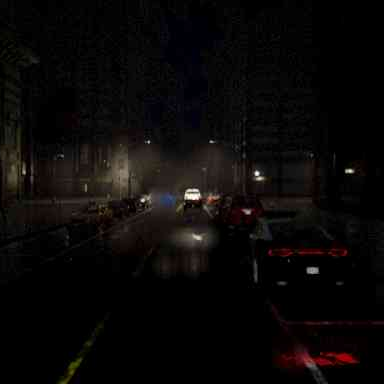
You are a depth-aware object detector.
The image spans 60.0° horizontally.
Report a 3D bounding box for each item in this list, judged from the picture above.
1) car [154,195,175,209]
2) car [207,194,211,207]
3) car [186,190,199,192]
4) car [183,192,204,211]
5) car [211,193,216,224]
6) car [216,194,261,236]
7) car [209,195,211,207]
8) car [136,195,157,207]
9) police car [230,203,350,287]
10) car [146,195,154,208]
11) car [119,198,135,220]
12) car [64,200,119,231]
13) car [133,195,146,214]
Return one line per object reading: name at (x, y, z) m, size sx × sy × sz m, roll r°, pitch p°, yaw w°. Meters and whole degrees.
car at (-2.988, 1.042, 37.761) m, size 1.882 × 1.535 × 5.008 m, roll 0°, pitch 1°, yaw 0°
car at (2.858, 0.962, 41.600) m, size 1.967 × 1.590 × 4.097 m, roll 0°, pitch 1°, yaw 0°
car at (0.107, 0.714, 44.258) m, size 2.150 × 2.045 × 5.566 m, roll 0°, pitch 1°, yaw 0°
car at (0.141, 1.096, 34.191) m, size 2.128 × 1.511 × 4.902 m, roll 0°, pitch 1°, yaw 1°
car at (2.817, 1.025, 24.691) m, size 2.192 × 1.841 × 5.009 m, roll 0°, pitch 1°, yaw 0°
car at (2.804, 1.090, 19.055) m, size 2.192 × 1.841 × 5.009 m, roll 0°, pitch 1°, yaw 0°
car at (2.832, 1.213, 30.330) m, size 1.947 × 1.339 × 4.313 m, roll 0°, pitch 1°, yaw 0°
car at (-5.666, 1.072, 41.620) m, size 2.008 × 1.369 × 4.403 m, roll 0°, pitch 1°, yaw 0°
police car at (2.388, 1.315, 9.149) m, size 1.930 × 1.638 × 5.238 m, roll 0°, pitch 1°, yaw 0°
car at (-5.680, 1.150, 35.984) m, size 1.947 × 1.339 × 4.313 m, roll 0°, pitch 1°, yaw 0°
car at (-5.707, 1.292, 24.712) m, size 1.802 × 1.307 × 4.206 m, roll 0°, pitch 1°, yaw 0°
car at (-5.721, 1.302, 18.905) m, size 1.752 × 1.417 × 4.829 m, roll 0°, pitch 1°, yaw 0°
car at (-5.693, 1.213, 30.348) m, size 1.947 × 1.339 × 4.313 m, roll 0°, pitch 1°, yaw 0°
